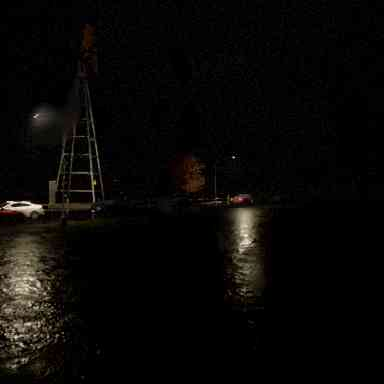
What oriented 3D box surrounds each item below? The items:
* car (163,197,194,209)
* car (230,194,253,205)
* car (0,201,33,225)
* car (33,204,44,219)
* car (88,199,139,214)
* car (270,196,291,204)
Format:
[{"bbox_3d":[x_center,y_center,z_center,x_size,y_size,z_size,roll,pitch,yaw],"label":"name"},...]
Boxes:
[{"bbox_3d":[-1.639,1.375,41.827,1.812,1.442,4.674,1,1,38],"label":"car"},{"bbox_3d":[8.117,1.149,54.162,2.097,1.767,4.553,1,1,38],"label":"car"},{"bbox_3d":[-13.242,1.528,21.997,1.994,1.385,4.181,1,1,39],"label":"car"},{"bbox_3d":[-13.944,1.442,25.804,1.812,1.442,4.674,1,1,39],"label":"car"},{"bbox_3d":[-7.834,1.430,33.785,2.033,1.411,5.357,1,1,37],"label":"car"},{"bbox_3d":[15.894,1.358,59.354,2.033,1.411,5.357,1,1,40],"label":"car"}]
